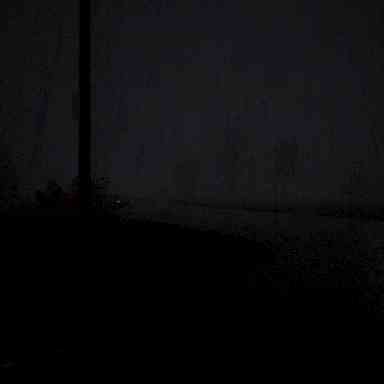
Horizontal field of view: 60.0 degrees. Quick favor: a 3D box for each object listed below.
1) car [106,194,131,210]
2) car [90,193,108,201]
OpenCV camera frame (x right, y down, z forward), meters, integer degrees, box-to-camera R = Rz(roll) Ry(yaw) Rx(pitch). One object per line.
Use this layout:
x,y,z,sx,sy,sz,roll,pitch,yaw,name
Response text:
-8.250,1.036,37.523,2.097,1.767,4.553,-1,1,-35,car
-17.616,0.912,62.999,1.895,1.301,4.718,-1,1,-35,car
